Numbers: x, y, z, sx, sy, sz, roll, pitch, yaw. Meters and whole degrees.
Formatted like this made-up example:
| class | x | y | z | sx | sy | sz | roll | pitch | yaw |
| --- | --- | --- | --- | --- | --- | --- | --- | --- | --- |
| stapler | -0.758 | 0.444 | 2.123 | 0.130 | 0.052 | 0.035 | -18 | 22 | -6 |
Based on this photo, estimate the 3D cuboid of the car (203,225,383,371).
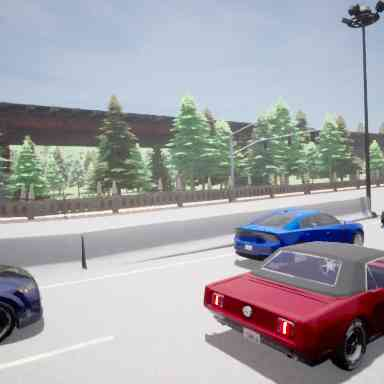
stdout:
| class | x | y | z | sx | sy | sz | roll | pitch | yaw |
| --- | --- | --- | --- | --- | --- | --- | --- | --- | --- |
| car | 2.579 | 1.528 | 5.611 | 4.718 | 1.301 | 1.895 | -2 | 1 | -36 |

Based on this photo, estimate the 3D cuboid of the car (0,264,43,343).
| class | x | y | z | sx | sy | sz | roll | pitch | yaw |
| --- | --- | --- | --- | --- | --- | --- | --- | --- | --- |
| car | -4.484 | 1.563 | 4.851 | 4.181 | 1.385 | 1.994 | 0 | 0 | -36 |

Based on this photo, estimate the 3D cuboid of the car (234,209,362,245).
| class | x | y | z | sx | sy | sz | roll | pitch | yaw |
| --- | --- | --- | --- | --- | --- | --- | --- | --- | --- |
| car | 3.567 | 1.284 | 10.634 | 5.008 | 1.535 | 1.882 | -3 | 2 | -36 |

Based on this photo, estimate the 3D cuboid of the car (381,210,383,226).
| class | x | y | z | sx | sy | sz | roll | pitch | yaw |
| --- | --- | --- | --- | --- | --- | --- | --- | --- | --- |
| car | 10.846 | 0.881 | 15.880 | 4.181 | 1.385 | 1.994 | -4 | 2 | -36 |
